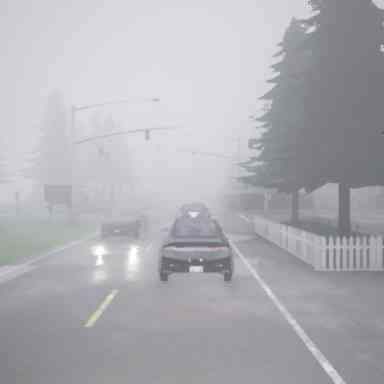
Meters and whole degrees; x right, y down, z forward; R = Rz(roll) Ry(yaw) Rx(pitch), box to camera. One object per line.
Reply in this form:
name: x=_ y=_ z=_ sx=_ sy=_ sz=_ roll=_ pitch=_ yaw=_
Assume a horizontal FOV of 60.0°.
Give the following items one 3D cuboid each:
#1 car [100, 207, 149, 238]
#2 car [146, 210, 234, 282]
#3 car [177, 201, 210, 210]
car: x=-3.505 y=1.562 z=18.027 sx=1.882 sy=1.535 sz=5.008 roll=0 pitch=0 yaw=0
car: x=0.098 y=1.515 z=9.851 sx=2.128 sy=1.511 sz=4.902 roll=0 pitch=0 yaw=0
car: x=0.095 y=1.402 z=21.572 sx=2.097 sy=1.767 sz=4.553 roll=0 pitch=0 yaw=0
